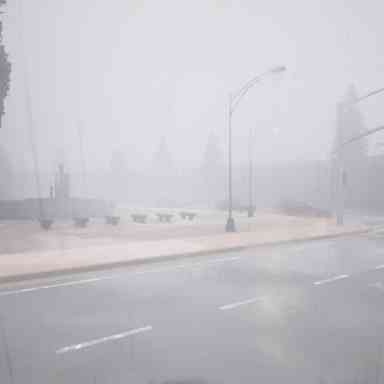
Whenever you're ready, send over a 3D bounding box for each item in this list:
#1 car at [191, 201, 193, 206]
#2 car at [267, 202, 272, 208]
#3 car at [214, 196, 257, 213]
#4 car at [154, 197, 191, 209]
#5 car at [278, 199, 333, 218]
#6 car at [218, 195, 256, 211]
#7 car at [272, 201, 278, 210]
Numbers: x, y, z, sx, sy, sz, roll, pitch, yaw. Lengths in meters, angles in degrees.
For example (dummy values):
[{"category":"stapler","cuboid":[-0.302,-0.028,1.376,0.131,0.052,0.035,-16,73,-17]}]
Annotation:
[{"category":"car","cuboid":[-2.238,1.478,49.651,5.008,1.535,1.882,0,0,34]},{"category":"car","cuboid":[12.606,1.601,45.576,1.895,1.301,4.718,0,0,-39]},{"category":"car","cuboid":[4.891,1.547,38.153,2.033,1.411,5.357,0,0,-38]},{"category":"car","cuboid":[-3.054,1.505,45.968,4.892,1.490,1.837,0,0,36]},{"category":"car","cuboid":[10.523,1.526,30.440,1.812,1.442,4.674,0,0,-35]},{"category":"car","cuboid":[5.691,1.352,42.460,2.097,1.767,4.553,0,0,-42]},{"category":"car","cuboid":[11.289,1.505,35.304,1.837,1.490,4.892,0,0,-37]}]
